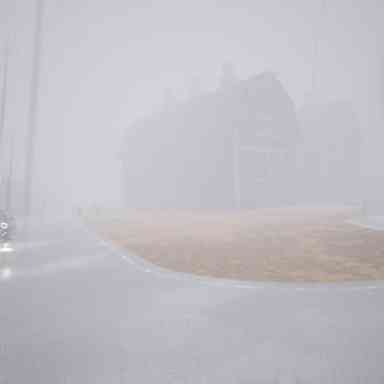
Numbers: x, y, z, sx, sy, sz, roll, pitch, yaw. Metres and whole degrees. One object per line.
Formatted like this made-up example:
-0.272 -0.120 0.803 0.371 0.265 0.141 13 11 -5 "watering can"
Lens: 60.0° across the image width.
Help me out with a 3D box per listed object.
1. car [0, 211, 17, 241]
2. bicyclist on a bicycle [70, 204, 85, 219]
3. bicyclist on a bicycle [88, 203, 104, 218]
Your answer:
-11.684 1.917 19.599 2.097 1.767 4.553 -2 -1 -23 "car"
-12.885 2.174 37.385 1.656 1.620 0.582 -3 0 -15 "bicyclist on a bicycle"
-10.859 2.072 37.549 1.656 1.620 0.582 -3 0 -16 "bicyclist on a bicycle"
